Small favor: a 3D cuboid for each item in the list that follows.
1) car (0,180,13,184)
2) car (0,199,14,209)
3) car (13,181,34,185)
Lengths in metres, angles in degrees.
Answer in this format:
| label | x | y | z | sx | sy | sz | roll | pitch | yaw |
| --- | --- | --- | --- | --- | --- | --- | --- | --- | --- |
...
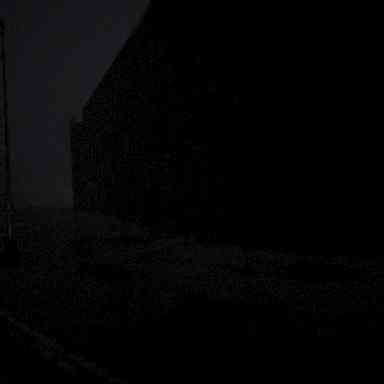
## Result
| label | x | y | z | sx | sy | sz | roll | pitch | yaw |
| --- | --- | --- | --- | --- | --- | --- | --- | --- | --- |
| car | -46.260 | -2.152 | 78.956 | 2.231 | 1.521 | 4.892 | -6 | -3 | 34 |
| car | -27.751 | 1.758 | 48.257 | 1.994 | 1.385 | 4.181 | -4 | 0 | 1 |
| car | -43.254 | -2.087 | 83.620 | 2.002 | 1.452 | 4.674 | -6 | -3 | 33 |
